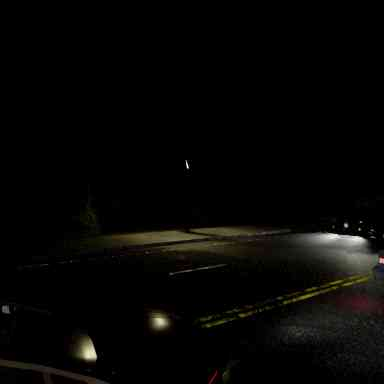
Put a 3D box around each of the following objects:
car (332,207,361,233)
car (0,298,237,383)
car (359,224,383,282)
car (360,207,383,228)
[{"bbox_3d":[9.683,1.570,18.575,4.181,1.385,1.994,0,0,-35],"label":"car"},{"bbox_3d":[-1.815,1.491,2.143,4.902,1.511,2.128,0,0,-36],"label":"car"},{"bbox_3d":[6.574,1.550,8.179,5.357,1.411,2.033,0,0,-35],"label":"car"},{"bbox_3d":[9.735,1.483,14.620,5.008,1.535,1.882,0,0,-35],"label":"car"}]
